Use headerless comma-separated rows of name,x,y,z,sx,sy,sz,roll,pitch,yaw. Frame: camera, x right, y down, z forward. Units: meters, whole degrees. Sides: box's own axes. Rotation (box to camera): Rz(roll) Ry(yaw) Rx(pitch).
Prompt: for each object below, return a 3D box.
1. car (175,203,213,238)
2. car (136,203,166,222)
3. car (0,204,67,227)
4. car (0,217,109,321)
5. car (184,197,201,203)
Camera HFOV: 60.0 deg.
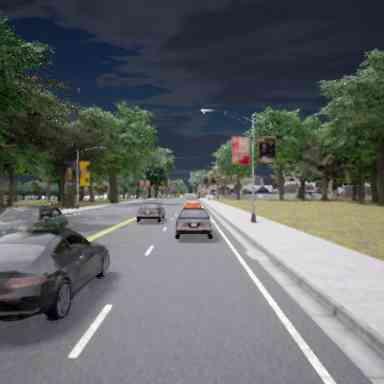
car,0.096,1.538,17.644,2.033,1.411,5.357,0,0,0
car,-3.158,1.545,26.164,2.033,1.411,5.357,0,0,0
car,-6.594,1.342,13.274,2.097,1.767,4.553,0,0,0
car,-3.153,1.519,7.156,1.812,1.442,4.674,0,0,0
car,0.094,1.380,42.191,2.097,1.767,4.553,0,0,0
